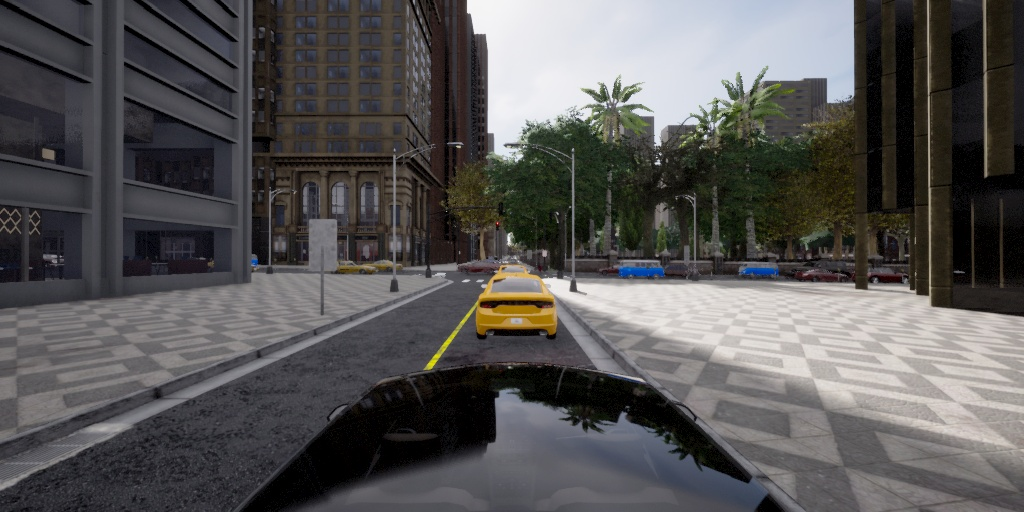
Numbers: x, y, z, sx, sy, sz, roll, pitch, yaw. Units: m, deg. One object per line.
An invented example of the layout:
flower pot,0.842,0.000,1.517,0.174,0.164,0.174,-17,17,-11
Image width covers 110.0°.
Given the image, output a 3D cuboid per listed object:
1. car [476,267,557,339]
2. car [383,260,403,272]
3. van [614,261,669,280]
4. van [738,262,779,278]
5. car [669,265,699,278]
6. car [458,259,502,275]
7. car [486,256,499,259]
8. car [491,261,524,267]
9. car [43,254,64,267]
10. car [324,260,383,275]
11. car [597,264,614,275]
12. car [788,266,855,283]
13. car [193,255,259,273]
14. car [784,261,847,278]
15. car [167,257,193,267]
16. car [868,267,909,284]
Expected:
car,0.112,1.230,10.108,1.882,1.535,5.008,0,0,0
car,-15.272,1.102,41.851,4.829,1.417,1.751,0,0,0
van,11.942,1.315,33.156,3.998,1.789,1.690,0,0,0
van,28.554,1.638,41.579,3.998,1.789,1.690,0,0,0
car,17.297,1.644,38.988,5.357,1.411,2.033,1,0,0
car,-3.542,1.296,39.112,4.674,1.442,1.812,0,0,0
car,-2.975,1.036,54.563,2.150,2.045,5.566,0,0,0
car,0.042,1.235,20.168,1.882,1.535,5.008,0,0,0
car,-43.498,0.508,33.502,4.097,1.591,1.967,0,0,0
car,-14.975,1.053,33.324,4.829,1.417,1.751,0,0,0
car,11.984,1.606,41.682,4.207,1.307,1.802,0,0,0
car,28.512,1.830,33.053,4.207,1.307,1.802,0,0,0
car,-26.316,0.868,33.395,4.829,1.417,1.751,0,0,0
car,33.224,1.571,38.884,5.566,2.045,2.150,0,0,0
car,-37.782,0.775,41.991,4.313,1.339,1.948,0,0,0
car,34.035,1.779,33.019,4.097,1.591,1.967,0,0,0
